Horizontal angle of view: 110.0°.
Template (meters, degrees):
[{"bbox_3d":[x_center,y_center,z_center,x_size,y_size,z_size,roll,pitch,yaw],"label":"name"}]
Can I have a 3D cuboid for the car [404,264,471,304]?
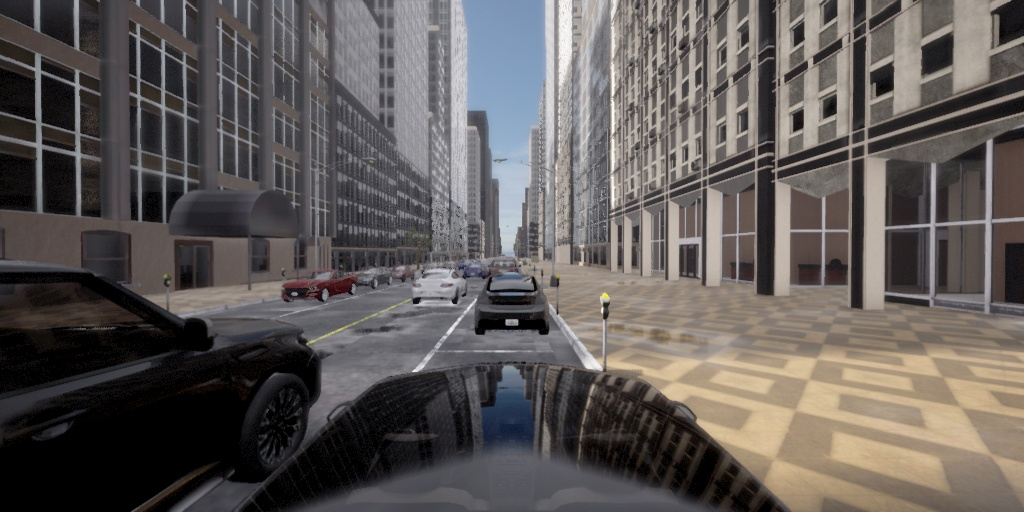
[{"bbox_3d":[-3.146,1.281,16.097,1.812,1.442,4.674,0,0,0],"label":"car"}]

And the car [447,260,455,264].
[{"bbox_3d":[-8.837,1.290,50.940,2.007,1.370,4.403,0,0,0],"label":"car"}]

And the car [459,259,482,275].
[{"bbox_3d":[-3.146,1.278,31.098,1.812,1.442,4.674,0,0,0],"label":"car"}]

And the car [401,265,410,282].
[{"bbox_3d":[-8.837,1.327,28.206,1.802,1.307,4.207,0,0,0],"label":"car"}]

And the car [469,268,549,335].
[{"bbox_3d":[-0.001,1.252,10.501,1.837,1.490,4.892,0,0,0],"label":"car"}]

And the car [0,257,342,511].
[{"bbox_3d":[-3.146,0.966,1.529,2.150,2.045,5.566,0,0,0],"label":"car"}]

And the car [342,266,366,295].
[{"bbox_3d":[-8.837,1.292,16.839,1.888,1.381,4.507,0,0,0],"label":"car"}]

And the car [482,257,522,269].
[{"bbox_3d":[-0.457,1.060,22.523,2.192,1.841,5.009,0,0,0],"label":"car"}]

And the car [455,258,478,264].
[{"bbox_3d":[-6.146,1.253,49.098,1.882,1.535,5.008,0,0,0],"label":"car"}]

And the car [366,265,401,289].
[{"bbox_3d":[-8.838,1.296,22.523,2.007,1.370,4.403,0,0,0],"label":"car"}]

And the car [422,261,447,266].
[{"bbox_3d":[-8.837,1.293,39.574,2.007,1.370,4.403,0,0,0],"label":"car"}]
